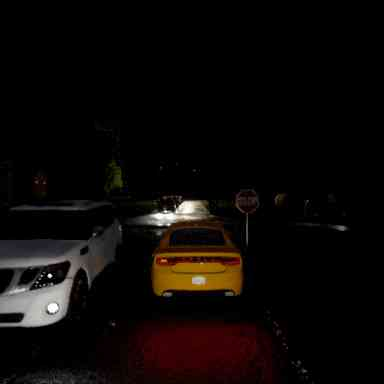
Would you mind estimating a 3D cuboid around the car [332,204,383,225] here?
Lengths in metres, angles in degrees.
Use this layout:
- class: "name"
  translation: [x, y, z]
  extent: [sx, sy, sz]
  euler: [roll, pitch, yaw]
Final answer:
- class: "car"
  translation: [12.998, 1.631, 24.599]
  extent: [5.008, 1.535, 1.882]
  euler: [1, -1, 0]

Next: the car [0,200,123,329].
- class: "car"
  translation: [-2.953, 1.222, 7.262]
  extent: [2.150, 2.045, 5.566]
  euler: [0, 0, -1]

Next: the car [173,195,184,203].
- class: "car"
  translation: [-2.679, 1.463, 67.570]
  extent: [1.882, 1.535, 5.008]
  euler: [0, 0, 0]

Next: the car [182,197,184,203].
- class: "car"
  translation: [-2.733, 1.515, 57.080]
  extent: [1.812, 1.442, 4.674]
  euler: [0, 0, 1]

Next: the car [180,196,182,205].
- class: "car"
  translation: [-2.771, 1.518, 47.173]
  extent: [1.812, 1.442, 4.674]
  euler: [0, 0, 0]

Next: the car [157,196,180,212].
- class: "car"
  translation: [-2.822, 1.487, 37.818]
  extent: [2.128, 1.511, 4.902]
  euler: [0, 0, 1]

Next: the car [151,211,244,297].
- class: "car"
  translation: [0.077, 1.478, 8.603]
  extent: [1.882, 1.535, 5.008]
  euler: [0, 0, -1]
